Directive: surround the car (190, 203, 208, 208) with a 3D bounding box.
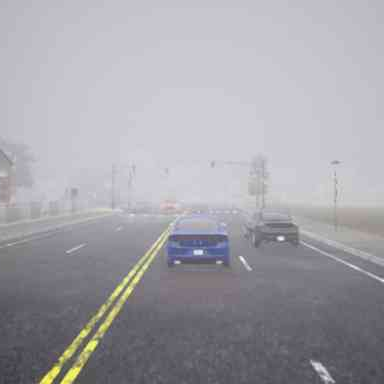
[{"bbox_3d":[0.611,1.675,28.927,2.033,1.411,5.357,0,0,2],"label":"car"}]

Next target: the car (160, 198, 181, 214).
[{"bbox_3d":[-2.397,1.542,38.283,2.097,1.767,4.553,0,0,2],"label":"car"}]

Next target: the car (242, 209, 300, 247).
[{"bbox_3d":[3.527,1.570,15.411,1.837,1.490,4.892,0,0,1],"label":"car"}]

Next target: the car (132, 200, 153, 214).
[{"bbox_3d":[-5.645,1.741,38.393,1.837,1.490,4.892,0,0,2],"label":"car"}]

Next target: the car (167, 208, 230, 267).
[{"bbox_3d":[0.208,1.527,11.666,1.882,1.535,5.008,0,0,1],"label":"car"}]
